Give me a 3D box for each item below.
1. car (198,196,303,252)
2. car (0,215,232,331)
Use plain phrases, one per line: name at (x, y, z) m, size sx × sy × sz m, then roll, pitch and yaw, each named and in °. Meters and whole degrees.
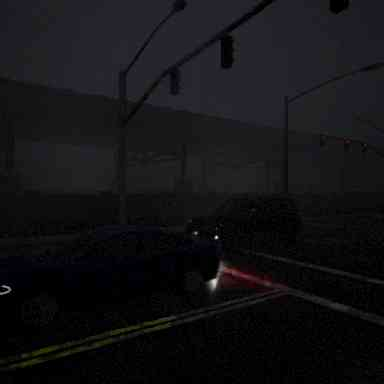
car at (2.403, 1.224, 14.318) m, size 5.566 × 2.045 × 2.150 m, roll 0°, pitch 0°, yaw -36°
car at (-1.696, 1.478, 7.069) m, size 5.008 × 1.535 × 1.882 m, roll 0°, pitch 0°, yaw -36°
